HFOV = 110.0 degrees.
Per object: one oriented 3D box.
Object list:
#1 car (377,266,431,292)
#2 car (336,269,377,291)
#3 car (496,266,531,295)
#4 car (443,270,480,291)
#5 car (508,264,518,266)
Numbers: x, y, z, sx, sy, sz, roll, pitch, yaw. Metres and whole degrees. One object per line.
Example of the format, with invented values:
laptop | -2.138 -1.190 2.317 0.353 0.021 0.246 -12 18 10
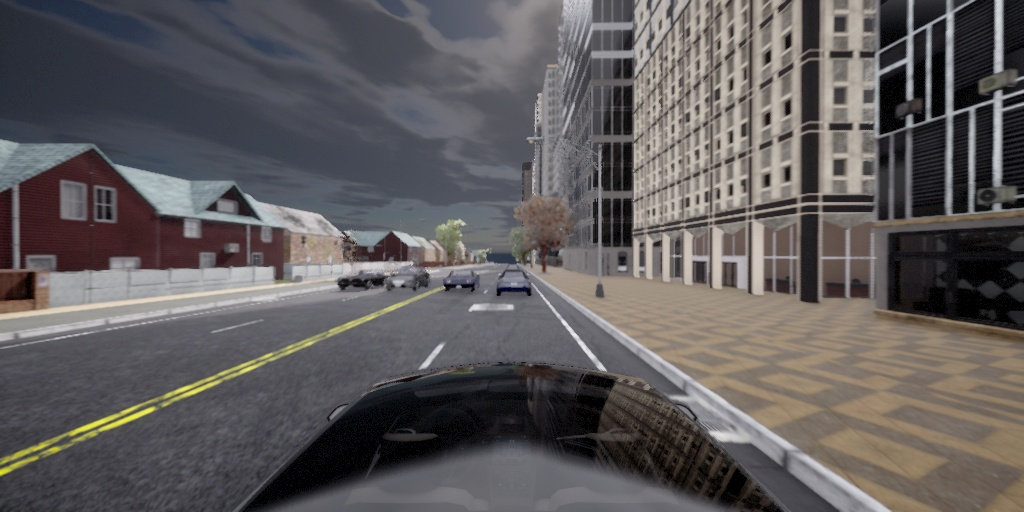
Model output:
car | -6.577 1.438 23.161 2.128 1.511 4.902 0 -1 0
car | -9.827 1.557 24.073 1.895 1.301 4.718 0 -1 0
car | 0.107 1.493 21.340 1.994 1.385 4.181 0 -1 0
car | -3.142 1.550 23.416 1.895 1.301 4.718 0 -1 0
car | 0.116 1.753 47.088 1.994 1.385 4.181 0 -1 0
